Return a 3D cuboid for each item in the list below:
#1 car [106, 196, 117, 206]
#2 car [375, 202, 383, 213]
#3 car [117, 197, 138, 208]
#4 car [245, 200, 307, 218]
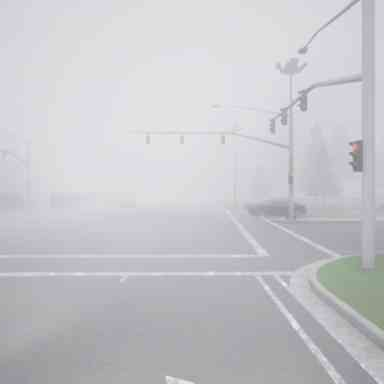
[{"bbox_3d":[-12.283,1.419,52.851,1.882,1.535,5.008,0,0,0],"label":"car"},{"bbox_3d":[22.114,1.486,36.507,4.674,1.442,1.812,0,0,-1],"label":"car"},{"bbox_3d":[-8.799,1.549,46.826,1.895,1.301,4.718,0,0,0],"label":"car"},{"bbox_3d":[7.522,1.445,29.317,5.008,1.535,1.882,0,0,-1],"label":"car"}]
